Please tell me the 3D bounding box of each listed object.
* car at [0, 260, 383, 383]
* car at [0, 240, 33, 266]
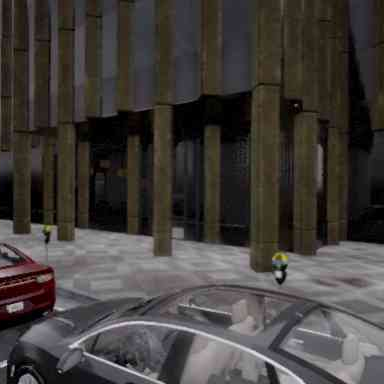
[{"bbox_3d":[0.098,1.540,2.893,4.403,1.369,2.008,1,0,35],"label":"car"},{"bbox_3d":[-4.329,1.493,6.050,4.507,1.381,1.887,1,0,35],"label":"car"}]
